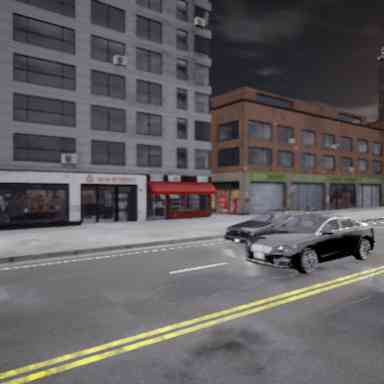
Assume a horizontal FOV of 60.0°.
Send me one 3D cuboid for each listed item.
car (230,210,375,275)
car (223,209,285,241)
[{"bbox_3d":[3.806,1.439,10.392,4.902,1.511,2.128,0,0,-35],"label":"car"},{"bbox_3d":[3.912,1.480,14.458,5.357,1.411,2.033,0,0,-35],"label":"car"}]
